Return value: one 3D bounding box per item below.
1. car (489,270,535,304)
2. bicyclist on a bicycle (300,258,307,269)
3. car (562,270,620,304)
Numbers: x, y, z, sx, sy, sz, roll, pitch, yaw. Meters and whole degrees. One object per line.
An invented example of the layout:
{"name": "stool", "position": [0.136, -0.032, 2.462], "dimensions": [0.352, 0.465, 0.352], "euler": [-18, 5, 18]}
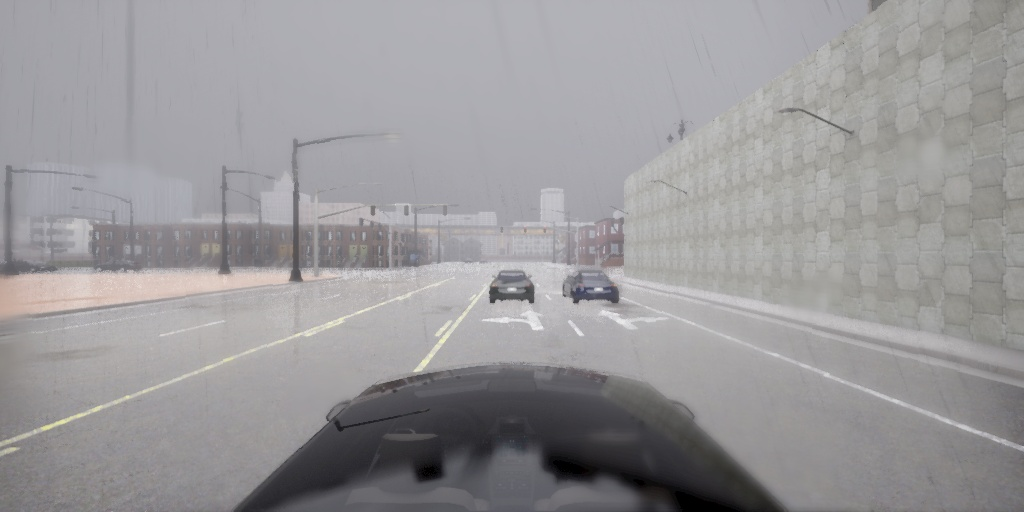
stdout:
{"name": "car", "position": [0.000, 1.321, 16.500], "dimensions": [1.994, 1.385, 4.181], "euler": [0, 0, 0]}
{"name": "bicyclist on a bicycle", "position": [-30.819, 1.051, 53.031], "dimensions": [0.582, 1.620, 1.656], "euler": [0, 0, 0]}
{"name": "car", "position": [3.500, 1.321, 16.500], "dimensions": [1.994, 1.385, 4.181], "euler": [0, 0, 0]}
